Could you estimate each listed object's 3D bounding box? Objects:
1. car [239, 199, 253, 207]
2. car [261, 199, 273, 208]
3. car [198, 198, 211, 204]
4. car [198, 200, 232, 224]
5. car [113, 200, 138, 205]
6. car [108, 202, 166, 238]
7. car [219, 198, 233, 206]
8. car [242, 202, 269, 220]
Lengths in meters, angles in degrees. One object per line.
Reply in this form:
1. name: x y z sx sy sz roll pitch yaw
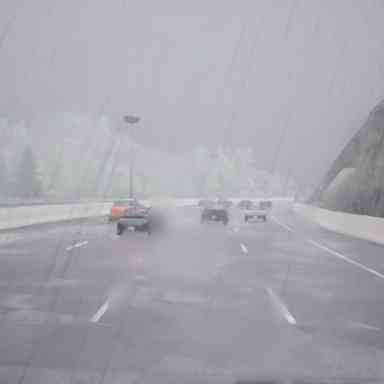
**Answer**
1. car: 9.822 1.996 60.352 2.128 1.511 4.902 1 0 19
2. car: 13.529 2.044 60.599 1.882 1.535 5.008 0 0 19
3. car: 2.564 1.877 60.390 2.128 1.511 4.902 1 0 18
4. car: 1.938 1.660 26.523 1.882 1.535 5.008 1 0 9
5. car: -5.081 1.422 27.130 2.097 1.767 4.553 1 0 8
6. car: -2.661 1.553 18.363 2.128 1.511 4.902 1 0 6
7. car: 5.942 1.790 59.984 2.097 1.767 4.553 1 0 18
8. car: 5.829 1.872 30.757 1.895 1.301 4.718 1 0 10
